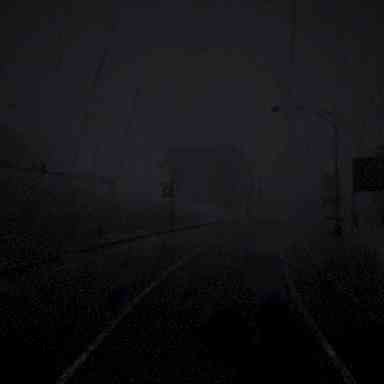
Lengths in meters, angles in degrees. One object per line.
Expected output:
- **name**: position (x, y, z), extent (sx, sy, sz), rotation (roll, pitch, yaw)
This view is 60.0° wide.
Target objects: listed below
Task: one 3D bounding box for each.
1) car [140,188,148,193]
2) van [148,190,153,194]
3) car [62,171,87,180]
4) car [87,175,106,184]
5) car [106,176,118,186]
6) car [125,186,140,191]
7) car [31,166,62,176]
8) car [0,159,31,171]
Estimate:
- **car**: position (-11.800, 0.067, 72.038), extent (2.002, 1.452, 4.674), rotation (0, -5, 8)
- **van**: position (-11.090, 0.278, 77.667), extent (1.878, 1.987, 4.442), rotation (0, -5, 7)
- **car**: position (-16.800, -1.967, 44.746), extent (2.231, 1.521, 4.892), rotation (0, -4, 14)
- **car**: position (-15.560, -1.736, 50.240), extent (2.185, 1.767, 4.553), rotation (0, -4, 13)
- **car**: position (-14.425, -1.482, 55.730), extent (2.435, 2.045, 5.566), rotation (0, -4, 12)
- **car**: position (-12.574, -0.376, 66.568), extent (2.002, 1.452, 4.674), rotation (0, -4, 9)
- **car**: position (-18.110, -2.254, 39.493), extent (2.002, 1.452, 4.674), rotation (-1, -4, 15)
- **car**: position (-19.559, -2.593, 34.177), extent (2.163, 1.488, 4.792), rotation (-1, -4, 16)
